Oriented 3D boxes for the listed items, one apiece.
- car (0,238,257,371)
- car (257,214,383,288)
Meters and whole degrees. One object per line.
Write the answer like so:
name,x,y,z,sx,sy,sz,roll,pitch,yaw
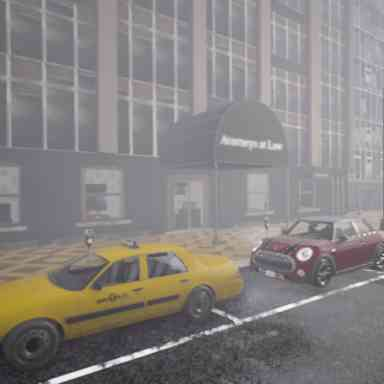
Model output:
car,-1.287,1.517,5.649,4.829,1.417,1.752,0,0,-36
car,3.485,1.405,9.067,4.097,1.590,1.967,0,0,-36
